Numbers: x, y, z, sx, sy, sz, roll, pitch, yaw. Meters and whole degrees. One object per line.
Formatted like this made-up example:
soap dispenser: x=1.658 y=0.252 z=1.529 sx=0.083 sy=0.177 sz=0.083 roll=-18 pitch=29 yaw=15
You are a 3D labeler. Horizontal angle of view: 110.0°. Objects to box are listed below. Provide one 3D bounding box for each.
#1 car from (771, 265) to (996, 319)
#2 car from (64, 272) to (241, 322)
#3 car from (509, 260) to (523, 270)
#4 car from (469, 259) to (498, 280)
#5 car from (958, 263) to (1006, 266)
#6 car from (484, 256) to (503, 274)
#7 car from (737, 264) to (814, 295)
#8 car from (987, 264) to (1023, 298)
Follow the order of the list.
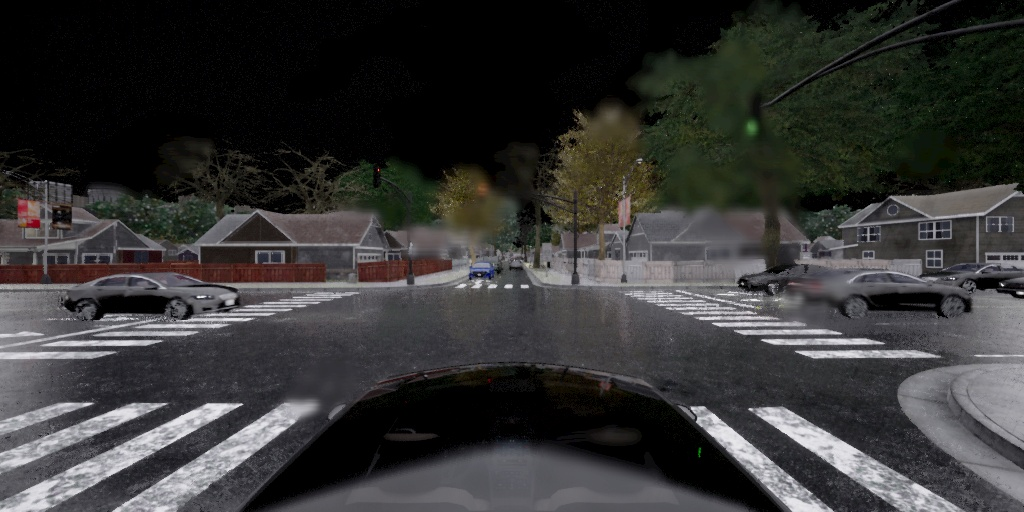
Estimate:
car: x=11.776 y=1.163 z=11.681 sx=4.902 sy=1.511 sz=2.128 roll=0 pitch=0 yaw=1
car: x=-11.879 y=1.302 z=12.056 sx=4.902 sy=1.511 sz=2.128 roll=0 pitch=0 yaw=1
car: x=0.616 y=1.351 z=54.722 sx=1.994 sy=1.385 sz=4.181 roll=0 pitch=0 yaw=1
car: x=-2.595 y=1.242 z=31.422 sx=1.882 sy=1.535 sz=5.008 roll=0 pitch=0 yaw=1
car: x=23.592 y=1.093 z=18.193 sx=4.902 sy=1.511 sz=2.128 roll=0 pitch=0 yaw=1
car: x=-2.401 y=0.994 z=41.658 sx=2.150 sy=2.045 sz=5.566 roll=0 pitch=0 yaw=1
car: x=14.262 y=1.159 z=18.330 sx=4.892 sy=1.490 sz=1.837 roll=0 pitch=0 yaw=2
car: x=23.953 y=1.149 z=14.935 sx=5.357 sy=1.411 sz=2.033 roll=0 pitch=0 yaw=1
